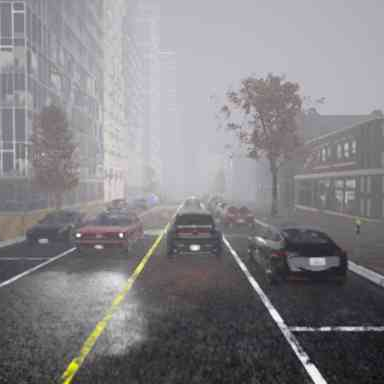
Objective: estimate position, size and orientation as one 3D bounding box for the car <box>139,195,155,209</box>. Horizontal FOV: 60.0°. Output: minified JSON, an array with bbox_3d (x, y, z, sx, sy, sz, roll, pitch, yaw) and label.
[{"bbox_3d":[-5.685,1.346,37.442,1.947,1.339,4.313,-1,0,0],"label":"car"}]

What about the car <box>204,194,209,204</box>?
[{"bbox_3d":[2.660,1.220,37.390,1.967,1.590,4.097,-1,0,0],"label":"car"}]

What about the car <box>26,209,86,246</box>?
[{"bbox_3d":[-5.675,1.478,14.866,1.947,1.339,4.313,-1,0,0],"label":"car"}]

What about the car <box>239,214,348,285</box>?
[{"bbox_3d":[2.675,1.511,9.171,1.947,1.339,4.313,-1,0,0],"label":"car"}]

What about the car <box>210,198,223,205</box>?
[{"bbox_3d":[2.667,1.428,26.103,1.802,1.307,4.206,-1,0,0],"label":"car"}]

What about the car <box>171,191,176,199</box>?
[{"bbox_3d":[-5.742,1.057,88.238,1.947,1.339,4.313,-1,0,0],"label":"car"}]

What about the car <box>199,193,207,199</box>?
[{"bbox_3d":[2.641,1.068,82.542,1.887,1.381,4.507,-1,0,0],"label":"car"}]

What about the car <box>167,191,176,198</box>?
[{"bbox_3d":[-5.748,0.775,93.880,2.192,1.841,5.009,-1,0,0],"label":"car"}]

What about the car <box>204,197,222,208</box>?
[{"bbox_3d":[2.659,1.313,43.035,1.947,1.339,4.313,-1,0,0],"label":"car"}]

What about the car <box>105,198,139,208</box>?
[{"bbox_3d":[-5.682,1.286,26.153,1.967,1.590,4.097,-1,0,0],"label":"car"}]

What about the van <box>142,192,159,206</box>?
[{"bbox_3d":[-5.695,1.089,43.085,1.690,1.788,3.998,-1,0,0],"label":"van"}]

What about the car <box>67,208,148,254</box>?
[{"bbox_3d":[-3.106,1.521,13.342,1.895,1.301,4.718,0,0,0],"label":"car"}]

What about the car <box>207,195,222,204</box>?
[{"bbox_3d":[2.664,1.337,31.916,1.752,1.417,4.829,-1,0,0],"label":"car"}]

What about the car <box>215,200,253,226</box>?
[{"bbox_3d":[2.669,1.424,20.459,1.887,1.381,4.507,-1,0,0],"label":"car"}]

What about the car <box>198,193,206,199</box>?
[{"bbox_3d":[2.638,1.042,88.186,2.008,1.369,4.403,-1,0,0],"label":"car"}]

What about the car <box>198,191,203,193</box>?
[{"bbox_3d":[2.647,1.059,65.609,1.967,1.590,4.097,-1,0,0],"label":"car"}]

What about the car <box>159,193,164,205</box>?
[{"bbox_3d":[-5.708,1.266,48.730,2.008,1.369,4.403,-1,0,0],"label":"car"}]

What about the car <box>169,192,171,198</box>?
[{"bbox_3d":[-5.732,1.185,65.662,1.947,1.339,4.313,-1,0,0],"label":"car"}]

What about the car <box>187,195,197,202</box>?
[{"bbox_3d":[0.071,1.224,64.805,1.895,1.301,4.718,0,0,0],"label":"car"}]

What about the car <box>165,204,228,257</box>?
[{"bbox_3d":[0.065,1.430,12.510,1.837,1.490,4.892,0,0,-1],"label":"car"}]

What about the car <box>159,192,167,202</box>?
[{"bbox_3d":[-5.739,0.998,54.373,2.192,1.841,5.009,-1,0,0],"label":"car"}]

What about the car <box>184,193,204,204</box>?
[{"bbox_3d":[0.080,1.244,42.190,2.128,1.511,4.902,0,0,0],"label":"car"}]

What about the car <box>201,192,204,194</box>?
[{"bbox_3d":[2.651,1.217,59.966,1.947,1.339,4.313,-1,0,0],"label":"car"}]

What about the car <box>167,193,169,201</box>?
[{"bbox_3d":[-5.732,1.233,60.018,1.802,1.307,4.206,-1,0,0],"label":"car"}]
